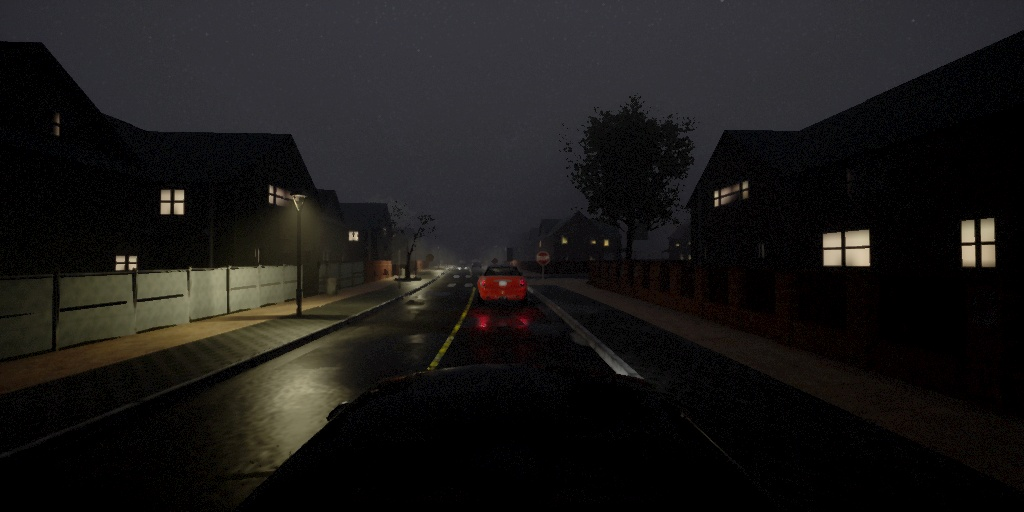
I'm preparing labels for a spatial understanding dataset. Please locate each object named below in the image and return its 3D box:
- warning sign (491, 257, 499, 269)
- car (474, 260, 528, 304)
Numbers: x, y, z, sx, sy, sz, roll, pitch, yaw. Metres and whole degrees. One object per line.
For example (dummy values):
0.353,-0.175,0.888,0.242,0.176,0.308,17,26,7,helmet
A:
-2.653,1.104,56.388,1.300,1.860,1.060,0,0,-7,warning sign
-0.513,1.142,16.594,2.097,1.767,4.553,0,0,-4,car
